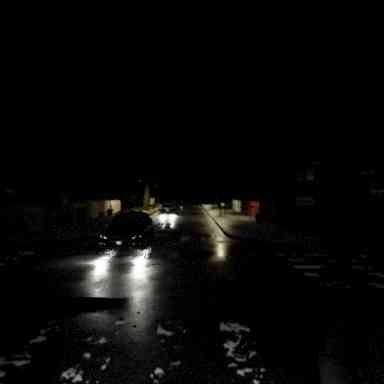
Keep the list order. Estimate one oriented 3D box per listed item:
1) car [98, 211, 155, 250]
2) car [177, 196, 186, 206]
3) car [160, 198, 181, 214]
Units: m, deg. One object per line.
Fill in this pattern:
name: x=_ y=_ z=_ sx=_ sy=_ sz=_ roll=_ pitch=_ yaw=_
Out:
car: x=-2.747 y=1.668 z=14.880 sx=1.837 sy=1.490 sz=4.892 roll=0 pitch=0 yaw=0
car: x=-2.753 y=1.874 z=66.018 sx=1.837 sy=1.490 sz=4.892 roll=0 pitch=0 yaw=0
car: x=-2.750 y=1.800 z=39.830 sx=2.128 sy=1.511 sz=4.902 roll=0 pitch=0 yaw=0
